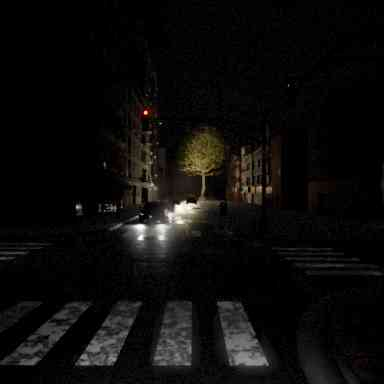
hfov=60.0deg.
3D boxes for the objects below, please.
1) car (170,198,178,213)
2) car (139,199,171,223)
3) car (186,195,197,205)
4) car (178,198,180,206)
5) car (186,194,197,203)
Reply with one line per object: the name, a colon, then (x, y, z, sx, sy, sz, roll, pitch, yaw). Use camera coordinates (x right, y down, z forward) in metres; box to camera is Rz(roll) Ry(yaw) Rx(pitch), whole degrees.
car: (-2.950, 1.544, 36.800, 1.994, 1.385, 4.181, 0, 0, 0)
car: (-2.921, 1.491, 25.737, 1.837, 1.490, 4.892, 0, 0, 0)
car: (-0.052, 1.454, 59.363, 1.882, 1.535, 5.008, 0, 0, 0)
car: (-2.944, 1.577, 54.702, 1.895, 1.301, 4.718, 0, 0, 0)
car: (-0.077, 1.329, 69.338, 2.097, 1.767, 4.553, 0, 0, 0)
